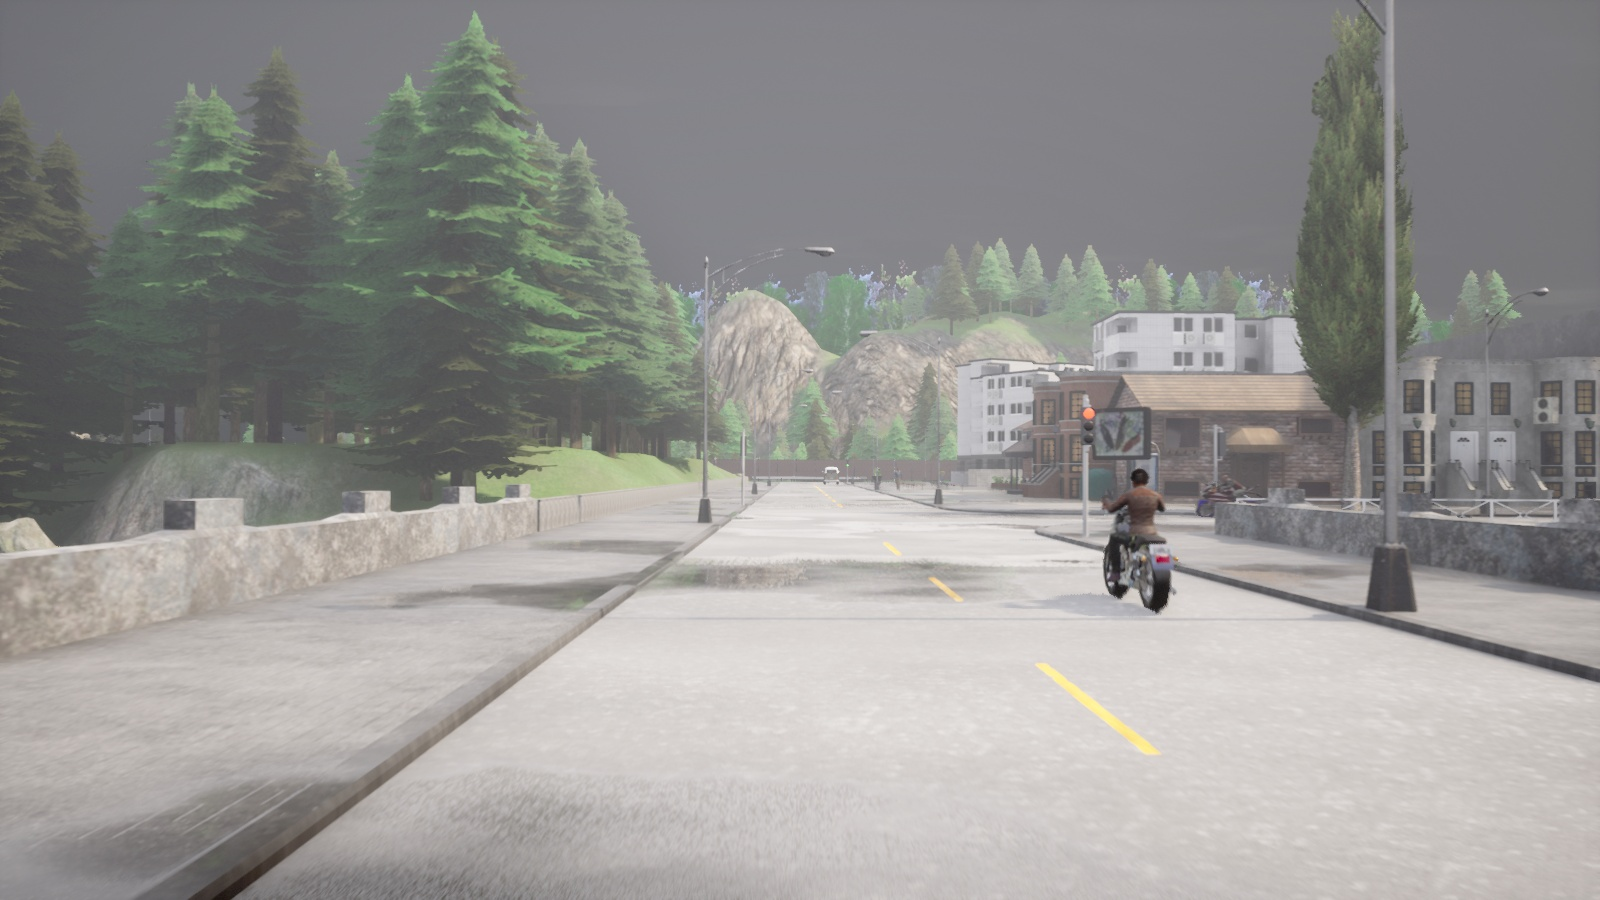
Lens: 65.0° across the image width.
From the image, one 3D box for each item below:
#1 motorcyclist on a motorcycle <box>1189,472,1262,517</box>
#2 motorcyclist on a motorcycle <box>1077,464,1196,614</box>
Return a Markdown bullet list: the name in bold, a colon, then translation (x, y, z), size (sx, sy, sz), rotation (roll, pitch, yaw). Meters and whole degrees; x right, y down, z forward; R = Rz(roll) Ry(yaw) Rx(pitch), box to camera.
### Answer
- **motorcyclist on a motorcycle**: translation (14.722, 1.519, 43.482), size (2.191, 1.530, 0.866), rotation (0, -1, 0)
- **motorcyclist on a motorcycle**: translation (3.966, 1.000, 15.005), size (0.766, 1.649, 2.350), rotation (0, -1, 0)
